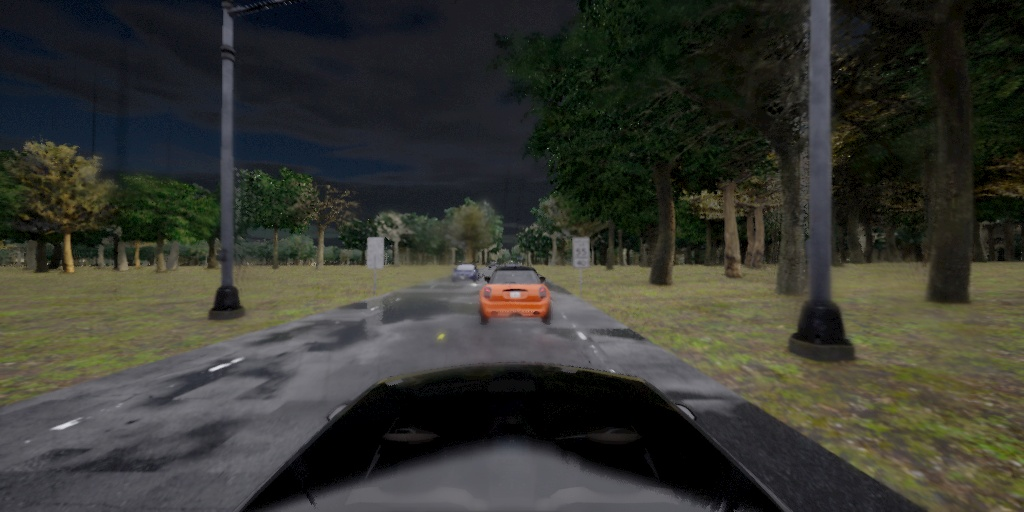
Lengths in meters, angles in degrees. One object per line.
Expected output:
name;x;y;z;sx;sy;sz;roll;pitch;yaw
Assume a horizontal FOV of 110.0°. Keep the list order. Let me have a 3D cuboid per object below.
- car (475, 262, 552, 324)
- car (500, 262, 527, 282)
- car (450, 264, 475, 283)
car;0.101;1.108;12.188;2.097;1.767;4.553;0;0;0
car;0.100;1.321;30.599;2.128;1.511;4.902;0;0;0
car;-3.594;1.344;28.577;1.812;1.442;4.674;0;0;0
